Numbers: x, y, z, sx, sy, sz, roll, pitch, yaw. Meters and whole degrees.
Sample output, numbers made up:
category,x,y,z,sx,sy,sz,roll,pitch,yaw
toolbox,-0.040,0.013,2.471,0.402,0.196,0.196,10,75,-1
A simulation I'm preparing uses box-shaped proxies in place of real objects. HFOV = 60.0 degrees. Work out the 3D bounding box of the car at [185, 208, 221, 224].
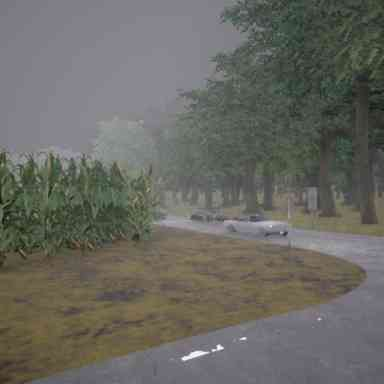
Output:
category,x,y,z,sx,sy,sz,roll,pitch,yaw
car,1.334,2.192,31.706,2.033,1.411,5.357,-1,-1,-29

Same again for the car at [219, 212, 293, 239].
category,x,y,z,sx,sy,sz,roll,pitch,yaw
car,4.011,2.059,20.831,1.895,1.301,4.718,-1,-1,-29

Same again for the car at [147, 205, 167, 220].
category,x,y,z,sx,sy,sz,roll,pitch,yaw
car,-4.449,2.123,36.012,2.097,1.767,4.553,-1,-1,-29
